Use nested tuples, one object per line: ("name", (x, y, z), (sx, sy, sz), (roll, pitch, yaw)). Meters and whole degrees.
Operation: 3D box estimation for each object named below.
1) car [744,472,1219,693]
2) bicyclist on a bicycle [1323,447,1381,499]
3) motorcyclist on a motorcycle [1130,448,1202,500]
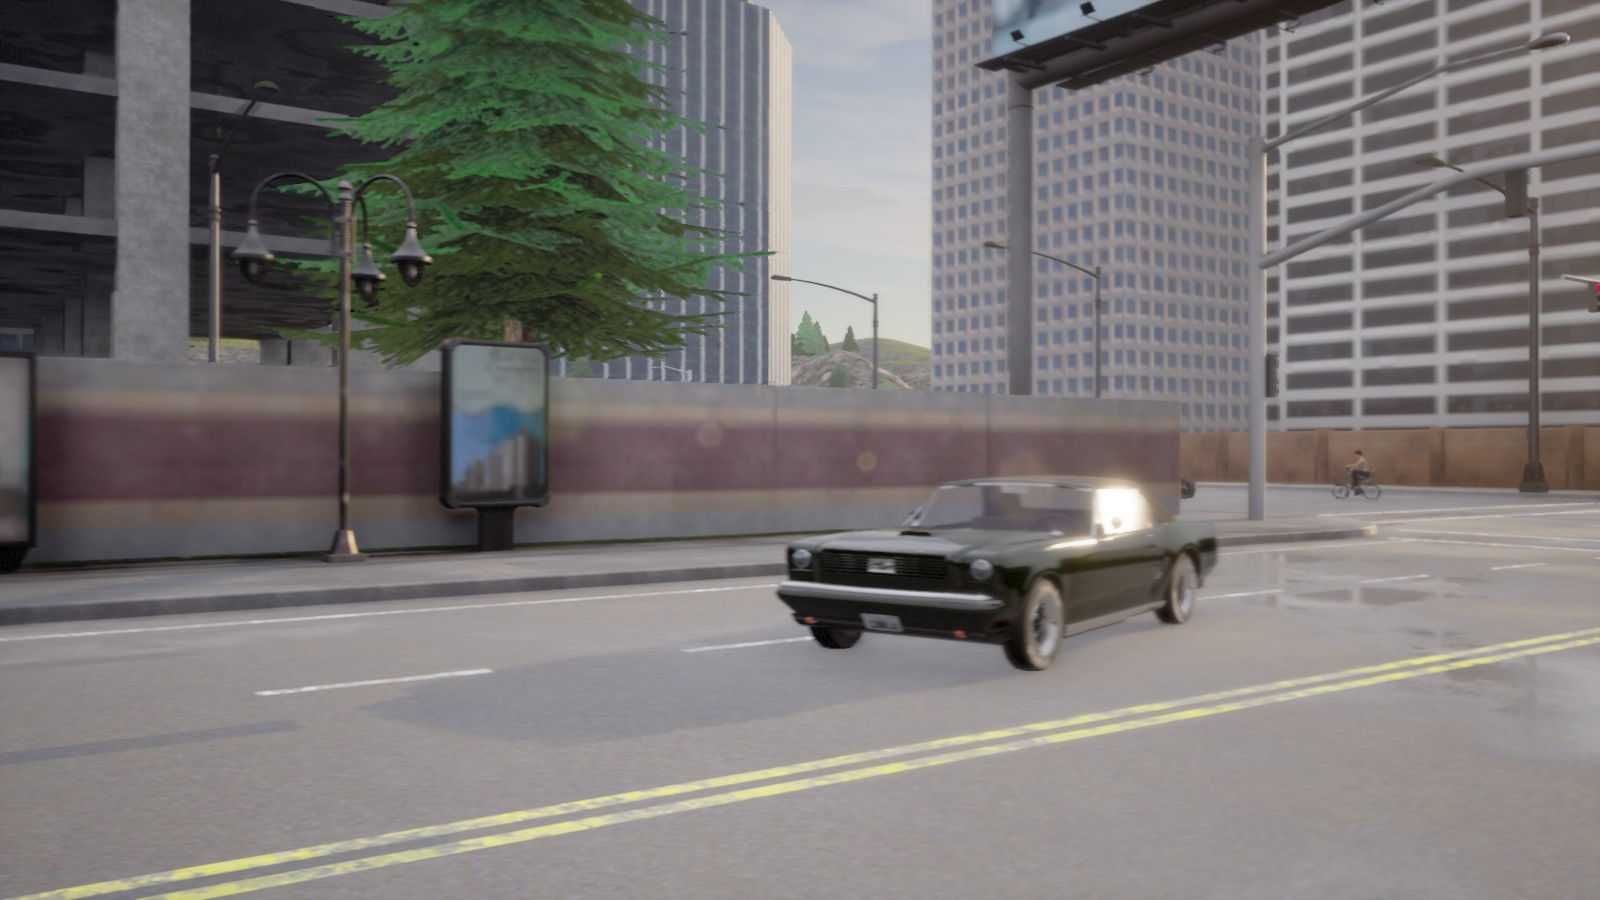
("car", (1.746, 0.867, 10.287), (1.895, 1.301, 4.718), (0, 0, 35))
("bicyclist on a bicycle", (17.764, 0.744, 40.393), (1.509, 1.612, 0.866), (0, -2, 42))
("motorcyclist on a motorcycle", (12.083, 0.773, 41.543), (0.766, 1.649, 2.350), (0, 0, -35))
